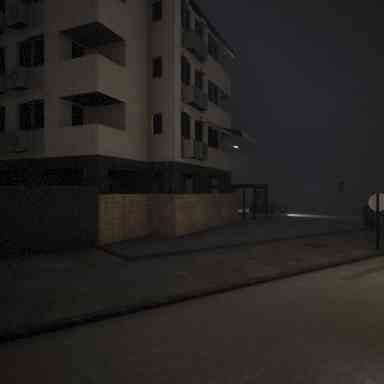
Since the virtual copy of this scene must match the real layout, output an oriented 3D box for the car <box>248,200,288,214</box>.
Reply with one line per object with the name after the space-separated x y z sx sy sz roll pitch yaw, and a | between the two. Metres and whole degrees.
7.873 1.564 34.763 1.994 1.385 4.181 0 0 -35 | car
